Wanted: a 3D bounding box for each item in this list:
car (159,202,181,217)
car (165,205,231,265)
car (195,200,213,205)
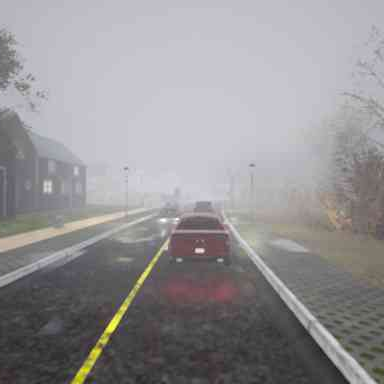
[{"bbox_3d":[-1.805,1.574,30.604,1.994,1.385,4.181,0,0,4],"label":"car"},{"bbox_3d":[0.286,1.471,11.764,1.882,1.535,5.008,0,0,2],"label":"car"},{"bbox_3d":[1.077,1.512,29.645,1.837,1.490,4.892,0,0,4],"label":"car"}]
